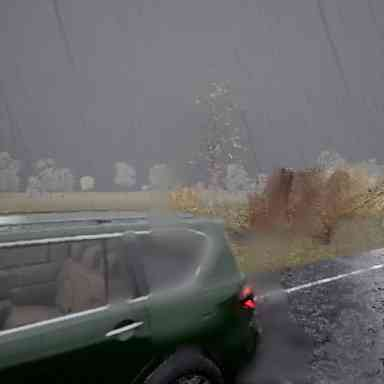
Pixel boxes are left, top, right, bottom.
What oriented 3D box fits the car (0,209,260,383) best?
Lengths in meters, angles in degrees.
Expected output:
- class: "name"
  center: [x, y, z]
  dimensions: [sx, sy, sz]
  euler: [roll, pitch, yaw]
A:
- class: "car"
  center: [-1.909, 1.221, 2.630]
  dimensions: [5.566, 2.045, 2.150]
  euler: [0, 0, -36]
